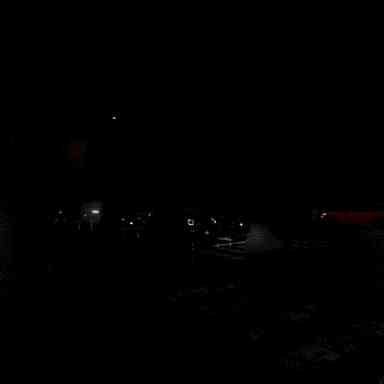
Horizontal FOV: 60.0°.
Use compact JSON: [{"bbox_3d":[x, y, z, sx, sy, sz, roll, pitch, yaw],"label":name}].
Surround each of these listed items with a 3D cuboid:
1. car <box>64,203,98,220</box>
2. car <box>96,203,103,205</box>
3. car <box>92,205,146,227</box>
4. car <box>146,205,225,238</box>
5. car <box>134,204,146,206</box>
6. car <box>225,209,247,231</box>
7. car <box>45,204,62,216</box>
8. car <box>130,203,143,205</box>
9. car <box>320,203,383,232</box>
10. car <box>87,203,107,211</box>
[{"bbox_3d":[-11.942,2.214,35.269,1.994,1.385,4.181,0,-1,-36],"label":"car"},{"bbox_3d":[-10.476,2.230,38.767,2.033,1.411,5.357,0,-1,-36],"label":"car"},{"bbox_3d":[-6.108,2.009,27.255,2.033,1.411,5.357,0,-1,-35],"label":"car"},{"bbox_3d":[-0.532,1.637,19.600,2.097,1.767,4.553,0,-1,-36],"label":"car"},{"bbox_3d":[-4.257,2.082,30.227,1.895,1.301,4.718,0,-1,-36],"label":"car"},{"bbox_3d":[1.571,1.801,22.235,1.837,1.490,4.892,0,-1,-36],"label":"car"},{"bbox_3d":[-17.768,2.332,43.309,2.128,1.511,4.902,0,-1,-36],"label":"car"},{"bbox_3d":[-7.807,2.238,46.471,1.882,1.535,5.008,0,-1,-36],"label":"car"},{"bbox_3d":[10.697,1.512,21.482,4.553,1.767,2.097,-3,-2,44],"label":"car"},{"bbox_3d":[-16.935,2.657,58.984,1.895,1.301,4.718,0,-1,-36],"label":"car"}]
